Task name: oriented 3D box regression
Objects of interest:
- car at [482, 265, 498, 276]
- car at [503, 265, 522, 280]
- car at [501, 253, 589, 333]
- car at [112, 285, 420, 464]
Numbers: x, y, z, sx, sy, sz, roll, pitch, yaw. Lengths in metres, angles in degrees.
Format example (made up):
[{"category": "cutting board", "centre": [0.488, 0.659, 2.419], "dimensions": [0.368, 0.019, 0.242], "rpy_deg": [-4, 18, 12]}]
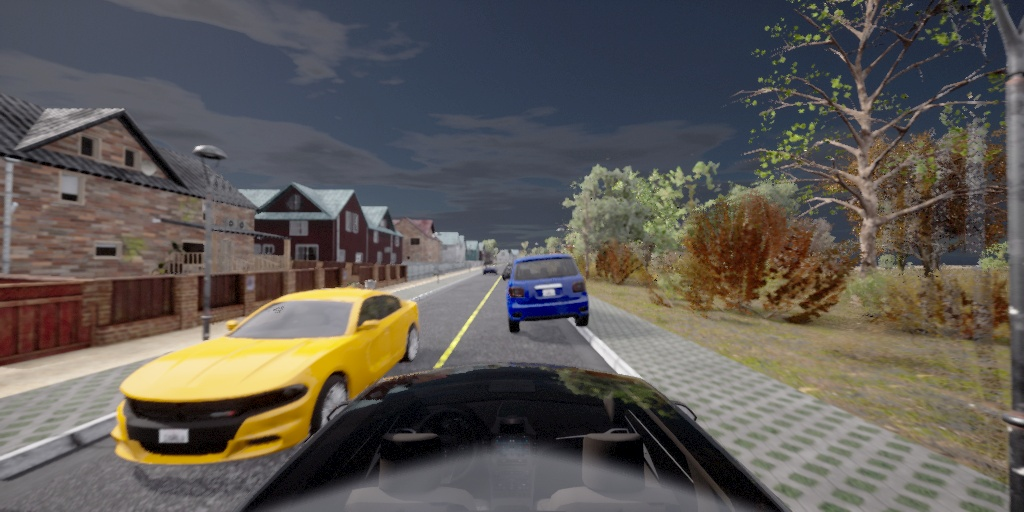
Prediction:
[{"category": "car", "centre": [-2.802, 1.841, 46.584], "dimensions": [1.895, 1.301, 4.718], "rpy_deg": [0, -1, 0]}, {"category": "car", "centre": [0.085, 1.636, 36.709], "dimensions": [1.837, 1.490, 4.892], "rpy_deg": [0, -1, 0]}, {"category": "car", "centre": [0.901, 1.006, 11.329], "dimensions": [2.150, 2.045, 5.566], "rpy_deg": [-5, -1, 0]}, {"category": "car", "centre": [-2.847, 1.270, 5.520], "dimensions": [1.882, 1.535, 5.008], "rpy_deg": [0, -1, 0]}]
